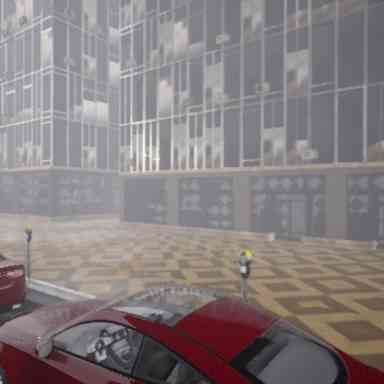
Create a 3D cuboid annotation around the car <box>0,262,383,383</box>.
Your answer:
[{"bbox_3d":[-0.356,1.579,3.126,4.206,1.307,1.802,0,0,35],"label":"car"}]

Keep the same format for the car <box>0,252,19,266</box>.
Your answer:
[{"bbox_3d":[-4.992,1.531,6.431,4.507,1.381,1.887,0,0,35],"label":"car"}]
